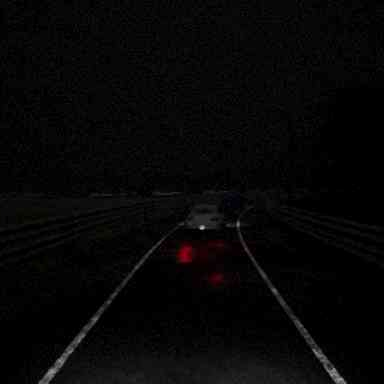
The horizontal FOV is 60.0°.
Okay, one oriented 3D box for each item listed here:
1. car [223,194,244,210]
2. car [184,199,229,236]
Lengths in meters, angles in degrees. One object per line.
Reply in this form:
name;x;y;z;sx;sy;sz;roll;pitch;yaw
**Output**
car;4.239;0.936;34.233;1.882;1.535;5.008;1;1;16
car;0.740;1.299;16.824;1.812;1.442;4.674;0;1;8
